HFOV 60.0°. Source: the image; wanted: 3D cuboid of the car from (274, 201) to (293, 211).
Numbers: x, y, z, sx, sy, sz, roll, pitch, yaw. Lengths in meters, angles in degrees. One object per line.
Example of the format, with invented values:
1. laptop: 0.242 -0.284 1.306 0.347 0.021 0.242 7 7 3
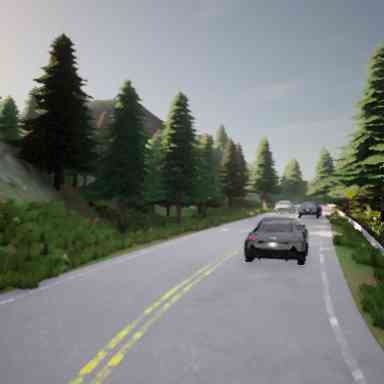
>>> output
1. car: 10.851 1.753 38.902 1.812 1.442 4.674 -1 -1 25

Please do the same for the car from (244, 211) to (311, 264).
1. car: 3.164 1.597 12.096 1.994 1.385 4.181 -1 -1 20

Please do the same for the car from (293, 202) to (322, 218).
1. car: 11.338 1.678 31.852 2.033 1.411 5.357 -1 -1 25
